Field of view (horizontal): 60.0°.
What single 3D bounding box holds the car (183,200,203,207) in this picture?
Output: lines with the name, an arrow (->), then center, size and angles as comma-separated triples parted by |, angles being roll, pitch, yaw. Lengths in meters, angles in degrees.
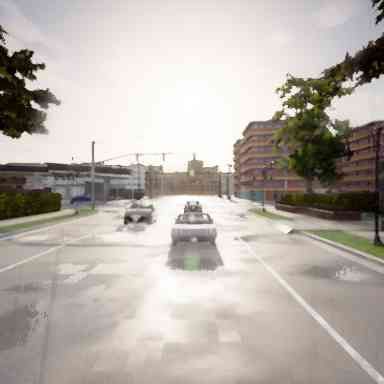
car -> 0.102, 1.505, 32.955 | 2.033, 1.411, 5.357 | 0, 0, 0

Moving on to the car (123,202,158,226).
car -> -3.546, 1.461, 23.485 | 2.128, 1.511, 4.902 | 0, 0, 0

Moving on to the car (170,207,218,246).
car -> 0.088, 1.582, 15.223 | 1.895, 1.301, 4.718 | 0, 0, 0

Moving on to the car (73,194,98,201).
car -> -23.307, 1.200, 71.884 | 4.611, 1.667, 2.242 | 0, 0, 1

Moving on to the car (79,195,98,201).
car -> -24.024, 1.353, 77.635 | 3.806, 1.475, 1.970 | 0, 0, 1
